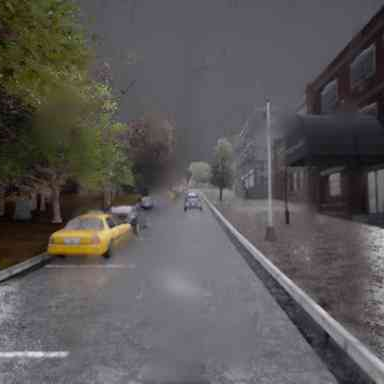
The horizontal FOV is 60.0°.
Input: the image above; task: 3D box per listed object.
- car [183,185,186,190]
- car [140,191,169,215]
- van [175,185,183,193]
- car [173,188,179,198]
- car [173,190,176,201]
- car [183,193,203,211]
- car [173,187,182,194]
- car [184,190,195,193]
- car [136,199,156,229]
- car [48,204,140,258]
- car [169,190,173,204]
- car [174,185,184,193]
[{"bbox_3d":[-3.647,-0.662,85.526,2.435,2.045,5.566,0,2,2],"label":"car"},{"bbox_3d":[-3.653,1.040,29.782,2.185,1.767,4.553,0,2,2],"label":"car"},{"bbox_3d":[-3.644,-0.800,91.183,1.878,1.987,4.442,0,2,2],"label":"van"},{"bbox_3d":[-3.643,0.543,52.278,1.946,1.575,5.366,0,2,2],"label":"car"},{"bbox_3d":[-3.651,0.862,40.948,2.231,1.521,4.892,0,2,2],"label":"car"},{"bbox_3d":[0.106,1.127,33.713,2.033,1.411,5.357,0,2,0],"label":"car"},{"bbox_3d":[-3.648,0.264,63.261,2.163,1.488,4.792,0,2,2],"label":"car"},{"bbox_3d":[0.011,0.762,46.160,1.812,1.442,4.674,0,2,0],"label":"car"},{"bbox_3d":[-3.633,1.427,18.651,2.231,1.521,4.892,1,1,2],"label":"car"},{"bbox_3d":[-3.630,1.482,12.911,1.946,1.575,5.366,1,1,2],"label":"car"},{"bbox_3d":[-3.653,0.889,35.351,2.185,1.767,4.553,0,2,2],"label":"car"},{"bbox_3d":[-3.648,-0.248,79.931,2.097,1.535,5.008,0,2,2],"label":"car"}]
